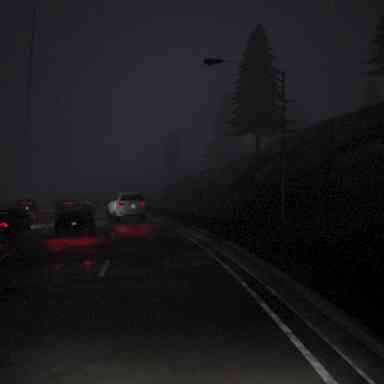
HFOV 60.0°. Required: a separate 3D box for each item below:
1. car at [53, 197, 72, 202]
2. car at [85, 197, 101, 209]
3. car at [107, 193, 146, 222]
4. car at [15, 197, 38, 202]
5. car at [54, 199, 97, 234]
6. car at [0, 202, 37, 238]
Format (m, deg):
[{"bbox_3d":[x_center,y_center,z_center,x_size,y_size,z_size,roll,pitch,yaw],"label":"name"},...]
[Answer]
[{"bbox_3d":[-13.196,1.311,34.408,1.837,1.490,4.892,0,-1,-27],"label":"car"},{"bbox_3d":[-12.126,1.304,39.998,1.812,1.442,4.674,0,0,-26],"label":"car"},{"bbox_3d":[-5.038,1.074,25.298,2.150,2.045,5.566,0,-1,-22],"label":"car"},{"bbox_3d":[-16.933,1.312,34.061,1.837,1.490,4.892,0,-1,-27],"label":"car"},{"bbox_3d":[-6.418,1.375,18.485,1.882,1.535,5.008,0,0,-16],"label":"car"},{"bbox_3d":[-9.428,1.455,16.669,2.033,1.411,5.357,0,0,-16],"label":"car"}]
